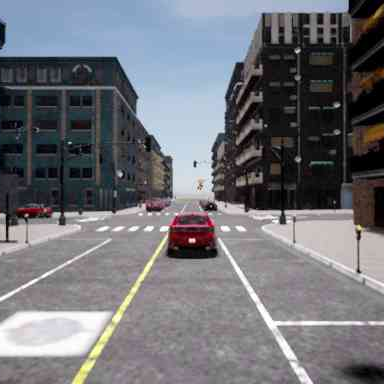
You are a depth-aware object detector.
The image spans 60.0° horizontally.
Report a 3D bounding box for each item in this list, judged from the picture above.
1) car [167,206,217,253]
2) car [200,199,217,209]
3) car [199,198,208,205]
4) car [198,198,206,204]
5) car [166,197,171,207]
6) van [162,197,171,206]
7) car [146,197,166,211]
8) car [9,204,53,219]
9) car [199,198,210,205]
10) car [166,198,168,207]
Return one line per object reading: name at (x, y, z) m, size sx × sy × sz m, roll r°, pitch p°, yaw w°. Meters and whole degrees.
car at (0.013, 1.614, 14.475) m, size 1.882 × 1.535 × 5.008 m, roll 0°, pitch 0°, yaw 0°
car at (2.587, 1.999, 46.954) m, size 1.947 × 1.339 × 4.313 m, roll 0°, pitch -1°, yaw 0°
car at (2.599, 2.115, 74.713) m, size 1.967 × 1.590 × 4.097 m, roll 0°, pitch 0°, yaw 0°
car at (2.604, 2.321, 85.817) m, size 2.008 × 1.369 × 4.403 m, roll 0°, pitch 0°, yaw 0°
car at (-5.286, 2.123, 63.612) m, size 1.887 × 1.381 × 4.507 m, roll 0°, pitch 0°, yaw 0°
van at (-5.283, 1.968, 69.166) m, size 1.690 × 1.788 × 3.998 m, roll 0°, pitch 0°, yaw 0°
car at (-5.293, 1.748, 46.959) m, size 2.192 × 1.841 × 5.009 m, roll 0°, pitch -1°, yaw 0°
car at (-16.900, 1.963, 34.801) m, size 4.097 × 1.590 × 1.967 m, roll -1°, pitch 0°, yaw 0°
car at (2.592, 2.112, 58.057) m, size 1.802 × 1.307 × 4.206 m, roll 0°, pitch 0°, yaw 0°
car at (-5.291, 2.026, 52.508) m, size 1.887 × 1.381 × 4.507 m, roll 0°, pitch -1°, yaw 0°
